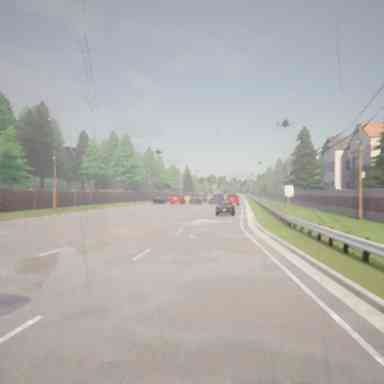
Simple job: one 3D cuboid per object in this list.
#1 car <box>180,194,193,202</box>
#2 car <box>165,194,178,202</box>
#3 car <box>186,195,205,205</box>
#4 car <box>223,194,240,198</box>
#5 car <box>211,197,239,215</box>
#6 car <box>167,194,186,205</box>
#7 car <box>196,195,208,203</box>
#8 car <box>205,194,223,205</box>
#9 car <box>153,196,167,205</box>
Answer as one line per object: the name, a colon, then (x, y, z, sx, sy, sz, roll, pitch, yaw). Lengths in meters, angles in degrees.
car: (-1.149, 1.352, 74.329, 2.097, 1.767, 4.553, 0, 0, 9)
car: (-4.609, 1.348, 74.858, 2.097, 1.767, 4.553, 0, 0, 9)
car: (0.738, 1.635, 63.528, 2.128, 1.511, 4.902, 0, 0, 9)
car: (7.186, 1.363, 58.729, 2.150, 2.045, 5.566, 0, 0, 9)
car: (3.505, 1.574, 34.612, 2.128, 1.511, 4.902, 0, 0, 9)
car: (-2.717, 1.361, 64.088, 2.150, 2.045, 5.566, 0, 0, 9)
car: (2.315, 1.526, 73.828, 2.128, 1.511, 4.902, 0, 0, 9)
car: (4.198, 1.638, 62.998, 2.128, 1.511, 4.902, 0, 0, 9)
car: (-6.181, 1.613, 64.587, 1.882, 1.535, 5.008, 0, 0, 9)
